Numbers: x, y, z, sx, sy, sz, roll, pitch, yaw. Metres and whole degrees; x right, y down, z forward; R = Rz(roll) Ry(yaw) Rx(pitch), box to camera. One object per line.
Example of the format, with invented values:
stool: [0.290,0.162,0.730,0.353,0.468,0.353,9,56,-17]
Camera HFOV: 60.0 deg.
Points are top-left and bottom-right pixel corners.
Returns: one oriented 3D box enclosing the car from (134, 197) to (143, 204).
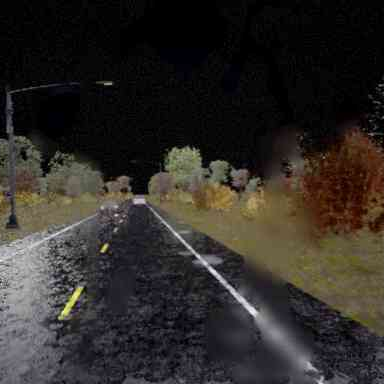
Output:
car: [-13.745,2.088,85.491,2.097,1.767,4.553,-2,0,-9]

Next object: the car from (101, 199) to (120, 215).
car: [-10.055,1.798,41.160,2.097,1.767,4.553,-2,0,-9]

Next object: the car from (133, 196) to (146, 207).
car: [-10.295,1.755,65.154,2.150,2.045,5.566,-2,0,-9]
